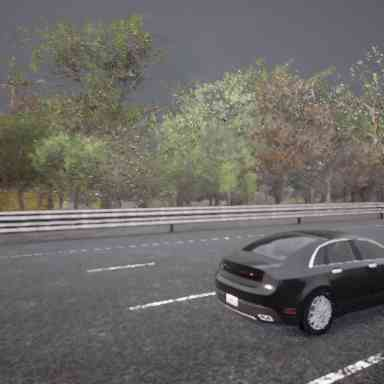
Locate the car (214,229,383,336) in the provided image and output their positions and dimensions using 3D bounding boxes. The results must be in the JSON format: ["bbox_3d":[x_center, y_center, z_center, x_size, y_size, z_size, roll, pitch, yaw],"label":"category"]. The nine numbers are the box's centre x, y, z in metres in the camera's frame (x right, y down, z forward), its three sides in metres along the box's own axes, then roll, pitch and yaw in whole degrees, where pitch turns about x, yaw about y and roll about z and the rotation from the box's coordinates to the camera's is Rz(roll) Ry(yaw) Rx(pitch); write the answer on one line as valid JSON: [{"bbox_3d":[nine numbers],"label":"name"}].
[{"bbox_3d":[2.742,1.520,6.661,4.892,1.490,1.837,0,0,-30],"label":"car"}]
